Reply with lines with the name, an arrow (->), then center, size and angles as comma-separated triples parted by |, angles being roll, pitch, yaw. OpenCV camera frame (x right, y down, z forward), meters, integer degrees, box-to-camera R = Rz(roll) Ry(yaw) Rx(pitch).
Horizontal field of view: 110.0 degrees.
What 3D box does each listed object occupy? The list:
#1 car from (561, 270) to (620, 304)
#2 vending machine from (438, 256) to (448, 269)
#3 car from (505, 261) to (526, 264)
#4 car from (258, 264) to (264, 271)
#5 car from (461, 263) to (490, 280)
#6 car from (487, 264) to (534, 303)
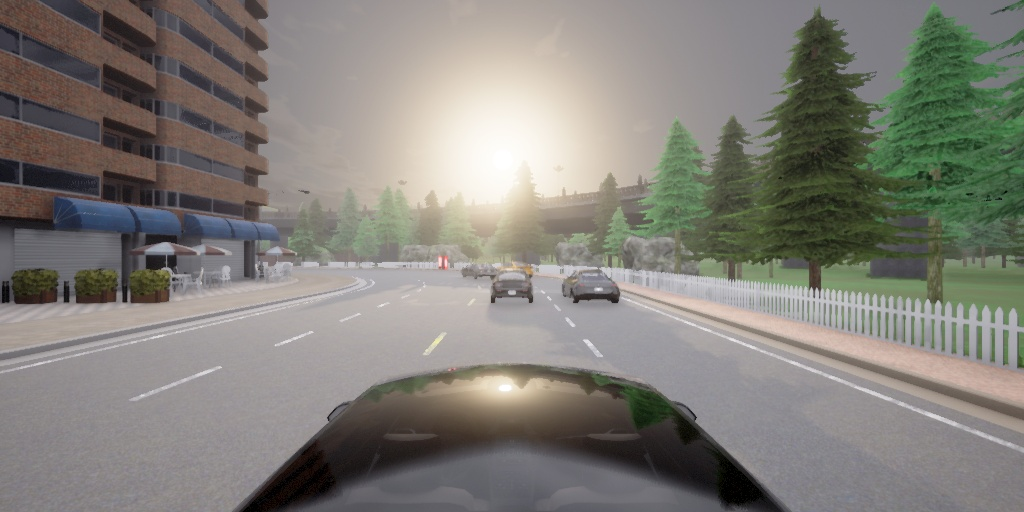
car -> 3.500, 1.322, 16.500 | 1.994, 1.385, 4.181 | 0, 0, 0
vending machine -> -9.733, 0.944, 50.669 | 0.880, 2.100, 1.100 | 0, 0, 34
car -> 0.196, 1.235, 33.316 | 1.882, 1.535, 5.008 | 0, 0, -25
car -> -34.860, 1.310, 46.384 | 4.892, 1.490, 1.837 | 0, 0, 0
car -> -2.973, 1.313, 31.830 | 2.033, 1.411, 5.357 | 0, 0, -25
car -> 0.000, 1.283, 16.500 | 1.812, 1.442, 4.674 | 0, 0, 0
